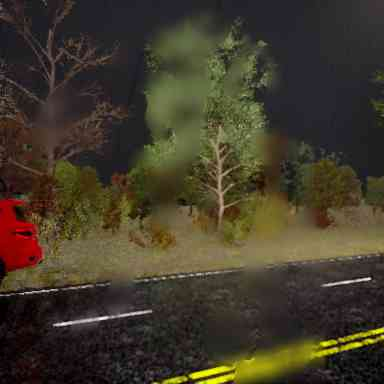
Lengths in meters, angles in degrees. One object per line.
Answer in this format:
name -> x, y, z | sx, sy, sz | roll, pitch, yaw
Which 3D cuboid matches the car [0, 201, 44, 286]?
car -> -6.288, 1.371, 7.222 | 5.566, 2.045, 2.150 | -4, -7, -24
